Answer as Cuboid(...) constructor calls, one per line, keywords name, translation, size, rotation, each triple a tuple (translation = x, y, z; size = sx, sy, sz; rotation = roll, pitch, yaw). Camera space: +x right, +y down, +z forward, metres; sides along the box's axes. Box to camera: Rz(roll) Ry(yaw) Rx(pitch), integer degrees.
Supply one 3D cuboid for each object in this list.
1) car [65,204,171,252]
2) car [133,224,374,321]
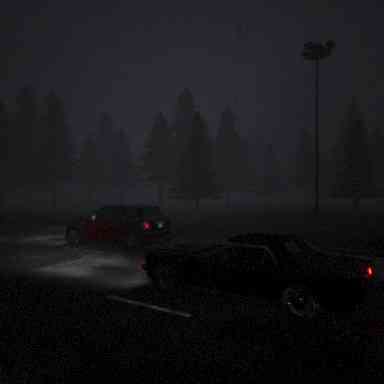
Cuboid(name="car", translation=(-3.055, 1.290, 13.716), size=(4.553, 1.767, 2.097), rotation=(0, 0, 29))
Cuboid(name="car", translation=(1.196, 1.571, 7.199), size=(4.718, 1.301, 1.895), rotation=(0, 0, 33))
